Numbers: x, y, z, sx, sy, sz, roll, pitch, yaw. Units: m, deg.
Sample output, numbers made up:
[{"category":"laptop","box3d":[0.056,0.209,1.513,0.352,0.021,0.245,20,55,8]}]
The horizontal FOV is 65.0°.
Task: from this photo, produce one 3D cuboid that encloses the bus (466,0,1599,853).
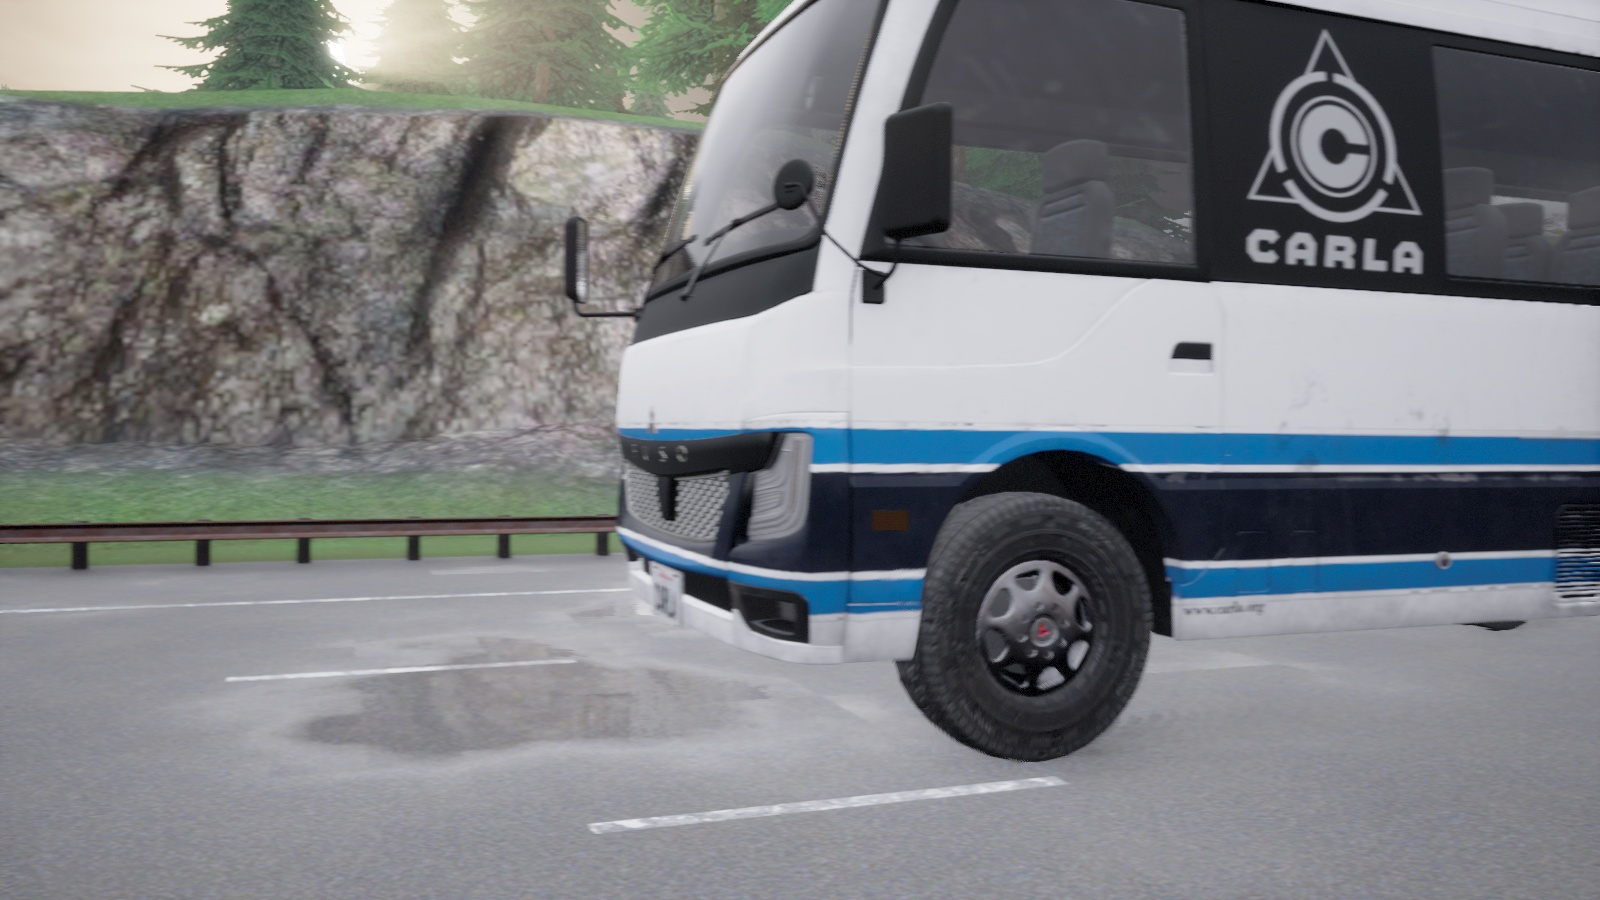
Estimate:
[{"category":"bus","box3d":[3.337,-0.749,8.233,10.273,4.253,3.944,-1,1,-21]}]
